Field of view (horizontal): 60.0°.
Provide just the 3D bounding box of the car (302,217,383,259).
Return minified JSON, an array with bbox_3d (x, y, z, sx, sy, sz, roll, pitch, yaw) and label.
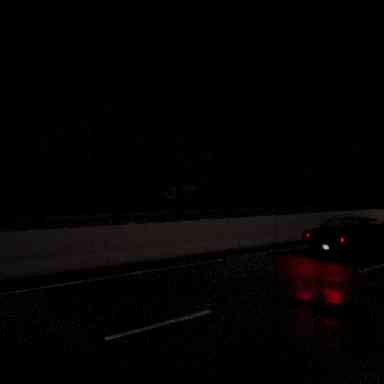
[{"bbox_3d":[6.412,1.601,12.695,4.718,1.301,1.895,0,0,-35],"label":"car"}]
